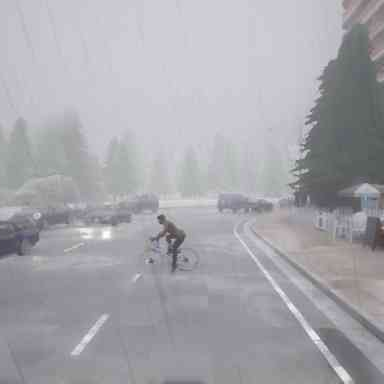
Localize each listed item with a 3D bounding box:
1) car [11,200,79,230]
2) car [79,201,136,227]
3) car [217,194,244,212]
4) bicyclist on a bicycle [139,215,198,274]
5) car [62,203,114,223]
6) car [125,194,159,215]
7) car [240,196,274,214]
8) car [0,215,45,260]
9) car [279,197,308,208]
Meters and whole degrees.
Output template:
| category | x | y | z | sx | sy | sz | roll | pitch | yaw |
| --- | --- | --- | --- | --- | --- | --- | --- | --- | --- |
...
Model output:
| category | x | y | z | sx | sy | sz | roll | pitch | yaw |
| --- | --- | --- | --- | --- | --- | --- | --- | --- | --- |
| car | -9.332 | 1.352 | 20.813 | 2.097 | 1.767 | 4.553 | 0 | 0 | 7 |
| car | -5.614 | 1.564 | 22.618 | 1.994 | 1.385 | 4.181 | 0 | 0 | 9 |
| car | 5.042 | 1.224 | 38.810 | 2.150 | 2.045 | 5.566 | 0 | 0 | 36 |
| bicyclist on a bicycle | -0.664 | 1.451 | 9.256 | 1.656 | 1.620 | 0.582 | -2 | 0 | 2 |
| car | -8.434 | 1.666 | 27.471 | 1.895 | 1.301 | 4.718 | 0 | 0 | 15 |
| car | -5.563 | 1.221 | 35.011 | 2.150 | 2.045 | 5.566 | 0 | 0 | 25 |
| car | 7.327 | 1.504 | 36.080 | 1.837 | 1.490 | 4.892 | 0 | 0 | 34 |
| car | -6.712 | 1.601 | 10.242 | 1.895 | 1.301 | 4.718 | 0 | 0 | 3 |
| car | 14.591 | 1.491 | 47.819 | 4.902 | 1.511 | 2.128 | 0 | 0 | -35 |
